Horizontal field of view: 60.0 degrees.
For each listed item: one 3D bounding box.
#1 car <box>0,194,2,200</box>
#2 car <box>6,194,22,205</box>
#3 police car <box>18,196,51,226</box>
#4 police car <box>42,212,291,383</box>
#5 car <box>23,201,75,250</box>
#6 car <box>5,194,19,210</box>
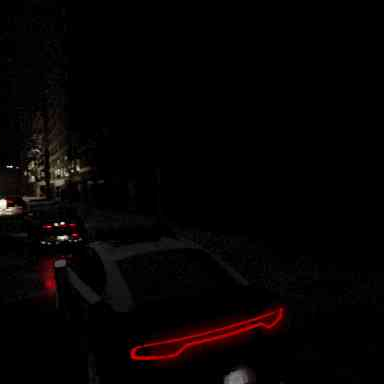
[{"bbox_3d":[-44.829,1.097,76.478,1.837,1.490,4.892,-2,1,-29],"label":"car"},{"bbox_3d":[-26.573,1.084,49.631,1.882,1.535,5.008,-2,1,-29],"label":"car"},{"bbox_3d":[-8.632,1.211,19.017,1.930,1.638,5.238,-2,1,-29],"label":"police car"},{"bbox_3d":[-0.893,1.323,5.013,1.930,1.638,5.238,-2,1,-29],"label":"police car"},{"bbox_3d":[-5.674,1.332,13.672,1.837,1.490,4.892,-2,1,-29],"label":"car"},{"bbox_3d":[-20.264,1.178,38.251,1.837,1.490,4.892,-2,2,-28],"label":"car"}]
